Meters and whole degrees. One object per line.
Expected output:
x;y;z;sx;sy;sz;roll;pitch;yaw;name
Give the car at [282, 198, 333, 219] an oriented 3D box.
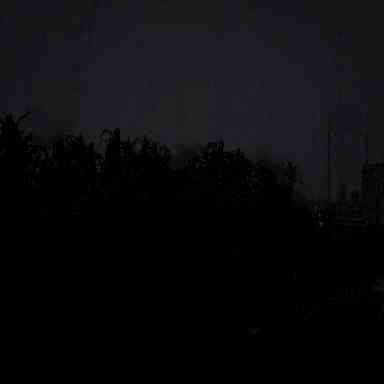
9.017;1.291;27.049;2.097;1.767;4.553;0;0;-36;car
